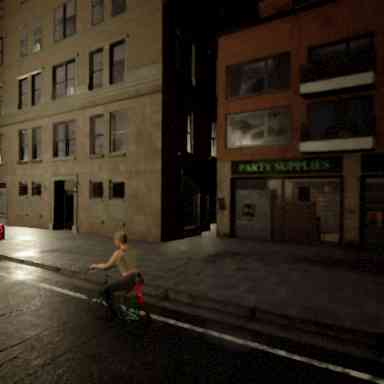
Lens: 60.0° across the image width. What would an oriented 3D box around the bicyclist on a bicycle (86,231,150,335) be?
[{"bbox_3d":[-1.255,1.458,5.567,1.509,1.612,0.866,0,0,35],"label":"bicyclist on a bicycle"}]
